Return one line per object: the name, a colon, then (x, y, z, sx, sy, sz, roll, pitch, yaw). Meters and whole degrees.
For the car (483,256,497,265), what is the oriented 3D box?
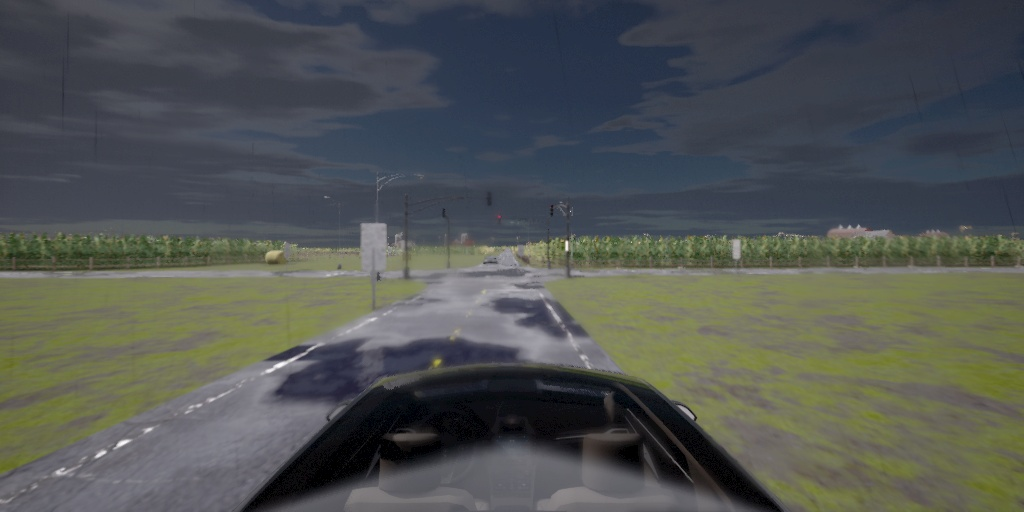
car: (-3.242, 0.643, 54.445, 1.994, 1.385, 4.181, 0, 1, -1)
